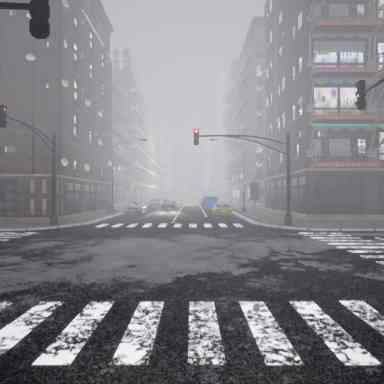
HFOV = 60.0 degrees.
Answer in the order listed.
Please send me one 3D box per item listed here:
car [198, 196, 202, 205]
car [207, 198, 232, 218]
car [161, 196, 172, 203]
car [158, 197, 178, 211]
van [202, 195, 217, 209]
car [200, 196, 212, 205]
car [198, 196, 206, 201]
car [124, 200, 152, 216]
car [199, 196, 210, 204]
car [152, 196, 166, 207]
[{"bbox_3d":[2.496,1.347,49.728,2.192,1.841,5.009,1,0,0],"label":"car"},{"bbox_3d":[2.655,1.538,30.241,1.752,1.417,4.829,1,0,0],"label":"car"},{"bbox_3d":[-5.424,1.613,72.288,2.008,1.369,4.403,1,0,0],"label":"car"},{"bbox_3d":[-2.818,1.621,41.752,1.895,1.301,4.718,0,0,0],"label":"car"},{"bbox_3d":[2.537,1.366,44.074,1.690,1.788,3.998,1,0,0],"label":"van"},{"bbox_3d":[2.476,1.486,61.040,1.967,1.590,4.097,1,0,0],"label":"car"},{"bbox_3d":[2.438,1.627,83.664,1.887,1.381,4.507,1,0,0],"label":"car"},{"bbox_3d":[-5.489,1.565,32.683,2.008,1.369,4.403,1,0,0],"label":"car"},{"bbox_3d":[2.466,1.604,66.696,2.008,1.369,4.403,1,0,0],"label":"car"},{"bbox_3d":[-5.387,1.614,49.657,1.802,1.307,4.206,1,0,0],"label":"car"}]
